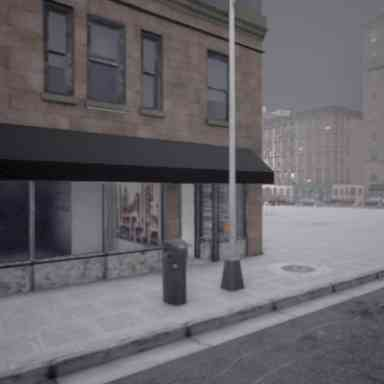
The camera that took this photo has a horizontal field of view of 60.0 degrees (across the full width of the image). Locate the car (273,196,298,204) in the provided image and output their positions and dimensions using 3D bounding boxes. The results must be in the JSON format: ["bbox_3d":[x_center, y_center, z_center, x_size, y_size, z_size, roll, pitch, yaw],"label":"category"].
[{"bbox_3d":[18.575,1.600,66.337,1.752,1.417,4.829,0,0,-35],"label":"car"}]

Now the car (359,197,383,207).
[{"bbox_3d":[28.529,1.518,52.364,1.967,1.590,4.097,0,0,-35],"label":"car"}]

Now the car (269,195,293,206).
[{"bbox_3d":[15.422,1.413,56.931,2.192,1.841,5.009,0,0,-35],"label":"car"}]

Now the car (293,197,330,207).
[{"bbox_3d":[18.707,1.650,52.320,2.008,1.369,4.403,0,0,-35],"label":"car"}]

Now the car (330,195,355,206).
[{"bbox_3d":[25.243,1.392,56.975,2.192,1.841,5.009,0,0,-35],"label":"car"}]

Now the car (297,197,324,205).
[{"bbox_3d":[21.958,1.642,61.587,1.947,1.339,4.313,0,0,-35],"label":"car"}]
